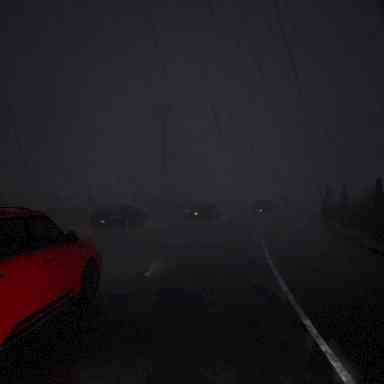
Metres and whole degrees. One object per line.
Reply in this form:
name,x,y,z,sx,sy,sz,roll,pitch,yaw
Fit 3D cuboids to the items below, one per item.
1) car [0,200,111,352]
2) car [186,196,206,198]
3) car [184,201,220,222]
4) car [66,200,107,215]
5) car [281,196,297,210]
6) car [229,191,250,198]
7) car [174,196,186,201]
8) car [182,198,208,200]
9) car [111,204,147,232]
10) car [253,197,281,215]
car,-3.177,1.217,4.901,2.150,2.045,5.566,0,-1,4
car,1.445,1.524,52.711,1.812,1.442,4.674,0,0,33
car,0.901,1.563,26.214,1.994,1.385,4.181,0,0,17
car,-11.015,1.564,35.159,1.994,1.385,4.181,0,0,20
car,12.081,1.350,42.869,2.097,1.767,4.553,0,0,29
car,10.019,0.837,69.793,2.150,2.045,5.566,0,0,43
car,-1.433,1.505,60.988,1.837,1.490,4.892,0,-1,36
car,0.952,1.600,36.432,1.895,1.301,4.718,0,0,23
car,-4.307,1.477,20.499,1.882,1.535,5.008,0,0,13
car,7.411,1.504,33.611,1.837,1.490,4.892,0,0,23
